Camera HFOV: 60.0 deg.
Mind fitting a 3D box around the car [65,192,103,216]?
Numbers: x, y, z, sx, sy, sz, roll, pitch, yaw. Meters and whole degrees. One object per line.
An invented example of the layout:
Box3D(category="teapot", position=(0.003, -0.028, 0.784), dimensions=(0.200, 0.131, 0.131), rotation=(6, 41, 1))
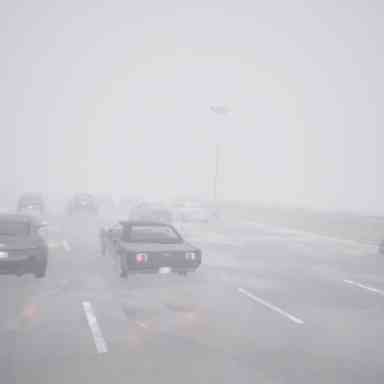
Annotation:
Box3D(category="car", position=(-8.609, 0.808, 25.886), dimensions=(2.097, 1.767, 4.553), rotation=(3, 0, -24))

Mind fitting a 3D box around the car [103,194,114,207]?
Box3D(category="car", position=(-10.269, 0.905, 38.222), dimensions=(1.994, 1.385, 4.181), rotation=(3, 0, -24))

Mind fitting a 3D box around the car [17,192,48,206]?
Box3D(category="car", position=(-12.350, 0.743, 25.678), dimensions=(1.837, 1.490, 4.892), rotation=(3, 0, -24))

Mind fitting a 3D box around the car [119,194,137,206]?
Box3D(category="car", position=(-7.587, 1.019, 40.767), dimensions=(1.812, 1.442, 4.674), rotation=(3, 0, -24))

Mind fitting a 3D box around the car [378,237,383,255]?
Box3D(category="car", position=(9.140, 2.019, 11.713), dimensions=(1.837, 1.490, 4.892), rotation=(3, 0, -24))

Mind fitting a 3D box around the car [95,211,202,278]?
Box3D(category="car", position=(-1.513, 1.496, 9.859), dimensions=(1.895, 1.301, 4.718), rotation=(3, 0, -24))

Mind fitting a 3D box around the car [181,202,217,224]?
Box3D(category="car", position=(-0.289, 1.470, 24.321), dimensions=(1.812, 1.442, 4.674), rotation=(3, 0, -24))

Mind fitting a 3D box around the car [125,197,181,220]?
Box3D(category="car", position=(-2.614, 1.340, 20.949), dimensions=(1.812, 1.442, 4.674), rotation=(3, 0, -24))

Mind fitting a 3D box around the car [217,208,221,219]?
Box3D(category="car", position=(0.917, 1.570, 30.241), dimensions=(1.994, 1.385, 4.181), rotation=(3, 0, -24))

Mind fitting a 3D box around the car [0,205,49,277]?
Box3D(category="car", position=(-4.930, 1.261, 8.948), dimensions=(1.994, 1.385, 4.181), rotation=(3, 0, -24))
